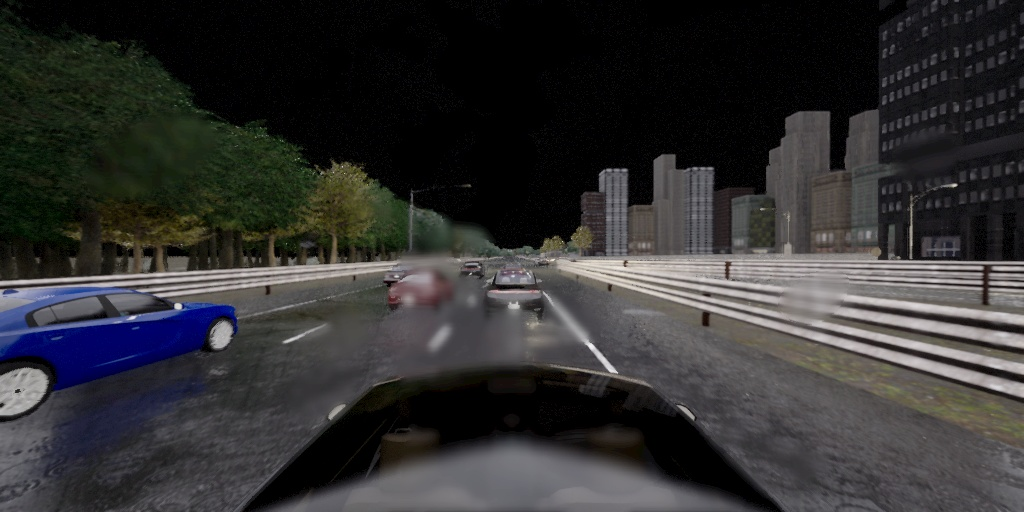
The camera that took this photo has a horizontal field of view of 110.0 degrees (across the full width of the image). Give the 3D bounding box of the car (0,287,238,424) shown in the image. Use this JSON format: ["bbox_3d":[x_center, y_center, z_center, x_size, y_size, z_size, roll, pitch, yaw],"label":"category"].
[{"bbox_3d":[-6.903,1.227,5.765,1.882,1.535,5.008,0,0,0],"label":"car"}]

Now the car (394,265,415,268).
[{"bbox_3d":[-6.905,1.279,23.967,2.033,1.411,5.357,0,0,0],"label":"car"}]

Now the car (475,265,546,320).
[{"bbox_3d":[0.095,1.237,12.565,2.128,1.511,4.902,0,0,0],"label":"car"}]

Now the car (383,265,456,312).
[{"bbox_3d":[-3.406,1.270,14.130,1.812,1.442,4.674,0,0,0],"label":"car"}]

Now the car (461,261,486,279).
[{"bbox_3d":[-3.410,1.220,32.110,1.837,1.490,4.892,0,0,0],"label":"car"}]
